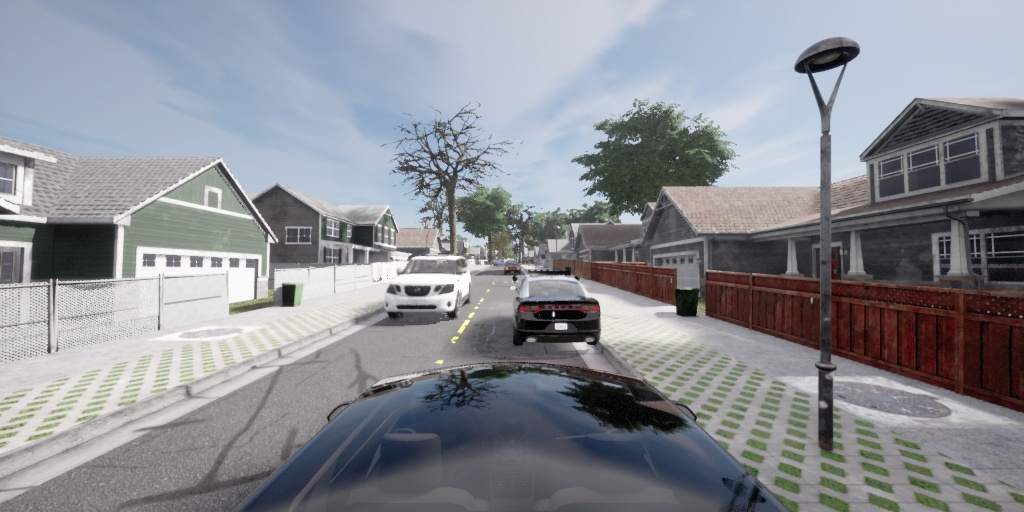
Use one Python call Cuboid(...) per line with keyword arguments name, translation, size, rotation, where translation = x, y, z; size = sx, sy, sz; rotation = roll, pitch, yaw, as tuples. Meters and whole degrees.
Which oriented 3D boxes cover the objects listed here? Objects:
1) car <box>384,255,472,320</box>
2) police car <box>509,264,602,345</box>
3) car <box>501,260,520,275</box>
Cuboid(name="car", translation=(-2.749, 0.976, 13.059), size=(2.150, 2.045, 5.566), rotation=(0, 0, 0))
Cuboid(name="police car", translation=(0.964, 1.178, 9.616), size=(1.930, 1.638, 5.238), rotation=(0, 0, 0))
Cuboid(name="car", translation=(0.085, 1.379, 39.512), size=(1.895, 1.301, 4.718), rotation=(0, 0, 0))
